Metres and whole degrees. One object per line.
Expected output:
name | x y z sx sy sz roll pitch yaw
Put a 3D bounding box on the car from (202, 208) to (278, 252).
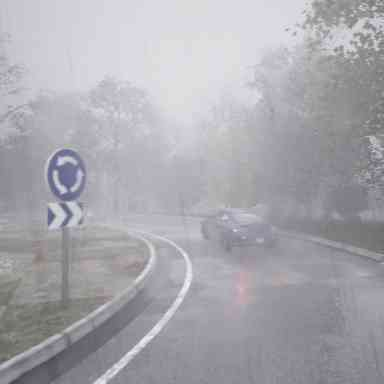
car | 1.715 1.352 13.021 1.812 1.442 4.674 0 1 -12
